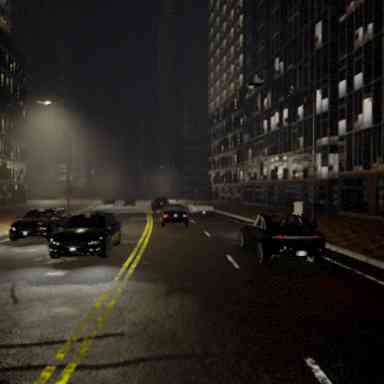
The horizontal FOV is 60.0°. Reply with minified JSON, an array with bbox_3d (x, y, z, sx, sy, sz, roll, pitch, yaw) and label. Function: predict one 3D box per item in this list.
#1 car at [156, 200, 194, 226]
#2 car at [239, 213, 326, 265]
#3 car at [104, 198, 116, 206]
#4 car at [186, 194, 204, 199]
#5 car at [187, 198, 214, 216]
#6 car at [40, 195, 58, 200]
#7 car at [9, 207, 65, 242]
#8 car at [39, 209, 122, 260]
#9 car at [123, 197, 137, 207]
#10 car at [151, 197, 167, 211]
[{"bbox_3d":[-1.310,1.559,23.599,2.033,1.411,5.357,0,0,-6],"label":"car"},{"bbox_3d":[2.919,1.494,11.669,2.128,1.511,4.902,0,0,-3],"label":"car"},{"bbox_3d":[-14.316,1.643,58.067,1.895,1.301,4.718,0,0,-12],"label":"car"},{"bbox_3d":[0.901,1.449,94.632,5.009,1.841,2.192,0,0,-11],"label":"car"},{"bbox_3d":[0.781,1.600,32.764,1.895,1.301,4.718,0,0,-8],"label":"car"},{"bbox_3d":[-37.224,1.539,86.753,4.313,1.339,1.947,0,0,-11],"label":"car"},{"bbox_3d":[-7.392,1.533,16.734,1.837,1.490,4.892,0,0,-5],"label":"car"},{"bbox_3d":[-3.849,1.522,12.711,1.837,1.490,4.892,0,0,-4],"label":"car"},{"bbox_3d":[-9.974,1.575,53.367,2.033,1.411,5.357,0,0,-12],"label":"car"},{"bbox_3d":[-3.952,1.363,41.032,2.097,1.767,4.553,0,0,-10],"label":"car"}]
